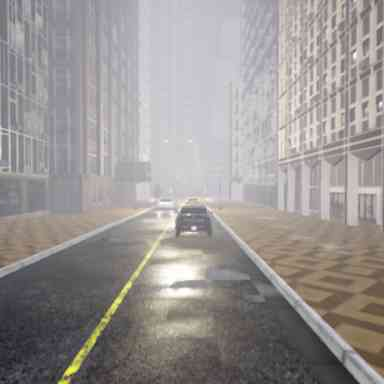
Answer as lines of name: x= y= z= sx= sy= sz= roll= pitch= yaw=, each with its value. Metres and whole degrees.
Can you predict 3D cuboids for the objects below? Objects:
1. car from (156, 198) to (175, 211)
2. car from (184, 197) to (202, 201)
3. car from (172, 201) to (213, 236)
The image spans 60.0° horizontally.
car: x=-3.012 y=1.401 z=39.238 sx=1.812 sy=1.442 sz=4.674 roll=0 pitch=0 yaw=0
car: x=0.090 y=1.354 z=38.774 sx=1.882 sy=1.535 sz=5.008 roll=0 pitch=0 yaw=0
car: x=0.095 y=1.442 z=18.078 sx=1.837 sy=1.490 sz=4.892 roll=0 pitch=0 yaw=0
